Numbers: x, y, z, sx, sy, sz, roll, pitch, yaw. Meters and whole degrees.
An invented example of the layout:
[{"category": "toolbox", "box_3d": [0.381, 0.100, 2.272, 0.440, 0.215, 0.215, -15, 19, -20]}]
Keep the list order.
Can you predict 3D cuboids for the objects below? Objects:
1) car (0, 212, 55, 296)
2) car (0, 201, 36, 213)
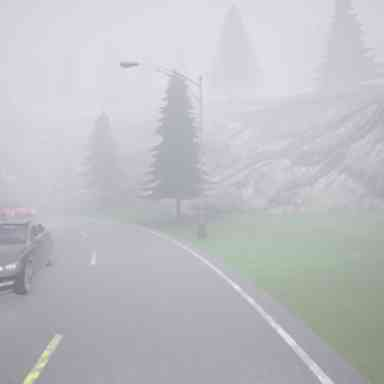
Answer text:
[{"category": "car", "box_3d": [-4.843, 1.526, 8.642, 2.128, 1.511, 4.902, -1, 0, -14]}, {"category": "car", "box_3d": [-13.808, 1.467, 25.644, 4.553, 1.767, 2.097, 0, 0, 42]}]
